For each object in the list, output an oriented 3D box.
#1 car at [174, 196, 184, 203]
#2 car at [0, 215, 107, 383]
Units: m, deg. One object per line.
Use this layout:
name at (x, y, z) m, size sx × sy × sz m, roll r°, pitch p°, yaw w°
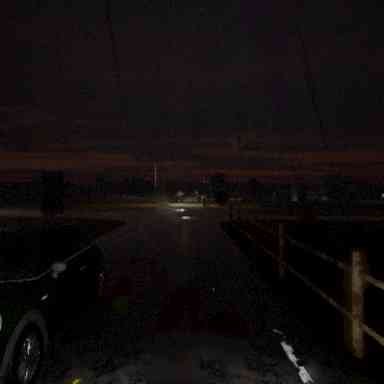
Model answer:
car at (-2.782, 1.668, 72.419) m, size 2.128 × 1.511 × 4.902 m, roll 0°, pitch 0°, yaw 0°
car at (-2.845, 1.344, 5.109) m, size 2.097 × 1.767 × 4.553 m, roll 0°, pitch 0°, yaw 0°
